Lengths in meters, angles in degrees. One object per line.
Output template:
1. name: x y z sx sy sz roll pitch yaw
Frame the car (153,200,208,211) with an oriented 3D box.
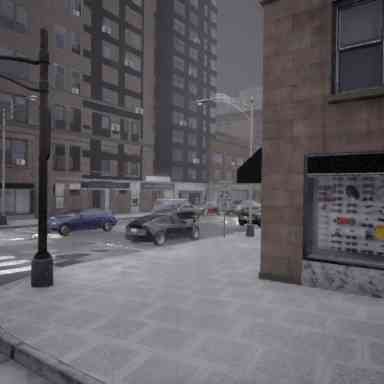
1. car: -1.139 1.670 26.947 2.128 1.511 4.902 1 0 36

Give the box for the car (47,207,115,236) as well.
1. car: -6.502 1.634 19.508 1.812 1.442 4.674 1 0 37

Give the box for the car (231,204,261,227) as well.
1. car: 5.067 1.851 25.380 1.947 1.339 4.313 0 0 36

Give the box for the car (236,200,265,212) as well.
1. car: 7.698 1.824 43.604 1.752 1.417 4.829 0 0 36

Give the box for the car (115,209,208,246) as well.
1. car: -1.364 1.765 16.463 1.947 1.339 4.313 0 0 36

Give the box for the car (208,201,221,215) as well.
1. car: 1.369 1.646 34.825 1.967 1.590 4.097 0 0 36

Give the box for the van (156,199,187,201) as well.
1. van: -1.845 1.503 30.367 1.690 1.788 3.998 0 0 36

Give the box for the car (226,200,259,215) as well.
1. car: 5.257 1.620 35.795 2.097 1.767 4.553 1 0 36
